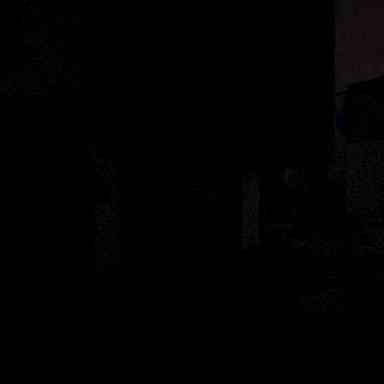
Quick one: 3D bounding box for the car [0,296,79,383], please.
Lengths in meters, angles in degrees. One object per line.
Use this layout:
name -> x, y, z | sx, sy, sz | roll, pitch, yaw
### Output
car -> -3.225, 1.526, 2.289 | 4.674, 1.442, 1.812 | 0, 0, -36
